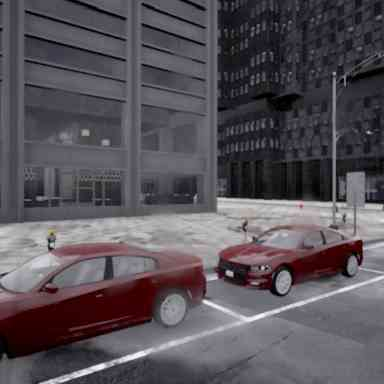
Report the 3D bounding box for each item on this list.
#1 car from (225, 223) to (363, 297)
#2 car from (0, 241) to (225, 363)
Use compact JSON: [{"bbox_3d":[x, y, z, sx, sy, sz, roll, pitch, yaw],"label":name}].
[{"bbox_3d":[2.645,1.538,8.593,4.507,1.381,1.887,0,0,-36],"label":"car"},{"bbox_3d":[-1.836,1.543,5.361,4.507,1.381,1.887,0,0,-36],"label":"car"}]
